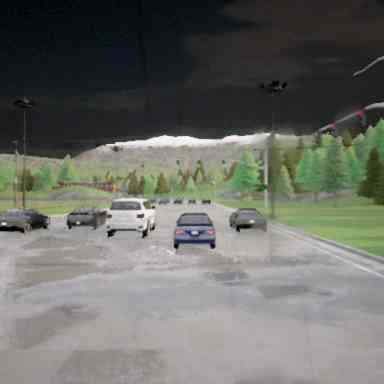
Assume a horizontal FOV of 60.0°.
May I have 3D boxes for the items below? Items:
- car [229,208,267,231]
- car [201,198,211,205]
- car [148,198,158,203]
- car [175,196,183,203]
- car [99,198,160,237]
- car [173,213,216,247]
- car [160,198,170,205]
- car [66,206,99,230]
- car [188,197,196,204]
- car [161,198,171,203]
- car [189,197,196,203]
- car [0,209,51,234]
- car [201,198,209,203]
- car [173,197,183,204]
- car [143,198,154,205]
[{"bbox_3d":[3.609,1.758,21.947,1.994,1.385,4.181,0,-1,0],"label":"car"},{"bbox_3d":[3.526,2.177,79.433,1.882,1.535,5.008,0,-1,0],"label":"car"},{"bbox_3d":[-10.471,2.278,89.709,2.033,1.411,5.357,0,-1,0],"label":"car"},{"bbox_3d":[-3.470,2.091,89.678,2.097,1.767,4.553,0,-1,0],"label":"car"},{"bbox_3d":[-3.394,1.393,19.292,2.150,2.045,5.566,0,0,0],"label":"car"},{"bbox_3d":[0.107,1.686,15.667,2.033,1.411,5.357,0,-1,0],"label":"car"},{"bbox_3d":[-6.974,2.238,79.316,2.033,1.411,5.357,0,-1,0],"label":"car"},{"bbox_3d":[-6.891,1.692,22.601,2.128,1.511,4.902,0,-1,0],"label":"car"},{"bbox_3d":[0.026,2.224,79.486,1.812,1.442,4.674,0,-1,0],"label":"car"},{"bbox_3d":[-6.970,2.279,89.708,2.033,1.411,5.357,0,-1,0],"label":"car"},{"bbox_3d":[0.030,2.211,89.705,1.882,1.535,5.008,0,-1,0],"label":"car"},{"bbox_3d":[-10.391,1.746,20.482,1.994,1.385,4.181,0,-1,0],"label":"car"},{"bbox_3d":[3.530,2.285,89.703,1.994,1.385,4.181,0,-1,0],"label":"car"},{"bbox_3d":[-3.474,2.296,79.544,1.895,1.301,4.718,0,-1,0],"label":"car"},{"bbox_3d":[-10.474,2.257,79.948,1.994,1.385,4.181,0,-1,0],"label":"car"}]
